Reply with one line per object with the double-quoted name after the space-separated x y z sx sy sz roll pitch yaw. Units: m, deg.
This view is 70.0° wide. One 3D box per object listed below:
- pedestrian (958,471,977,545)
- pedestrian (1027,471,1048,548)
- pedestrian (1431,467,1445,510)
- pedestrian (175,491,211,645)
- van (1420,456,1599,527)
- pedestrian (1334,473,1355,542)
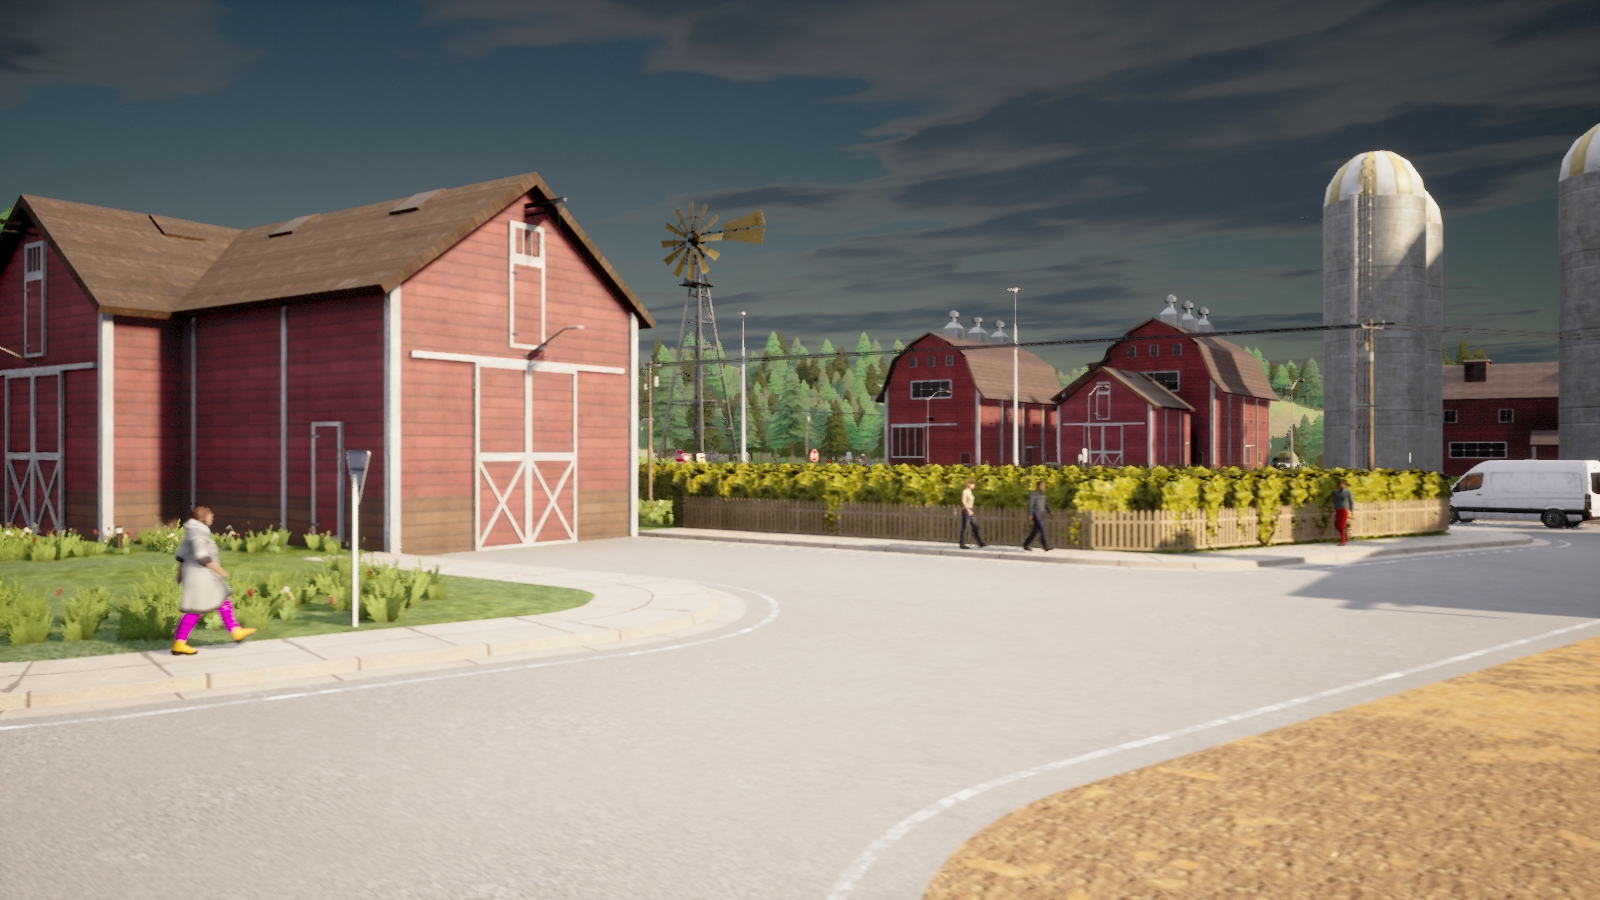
4.264 1.463 29.123 0.375 1.860 0.375 0 0 29 "pedestrian"
5.872 1.464 28.256 0.375 1.860 0.375 0 0 -43 "pedestrian"
28.004 1.695 50.165 0.375 1.860 0.375 0 0 -30 "pedestrian"
-7.577 1.456 14.260 0.375 1.860 0.375 0 0 -31 "pedestrian"
27.585 1.528 44.300 1.988 2.561 5.915 1 -1 -40 "van"
14.853 1.555 31.189 0.375 1.860 0.375 0 0 -31 "pedestrian"
